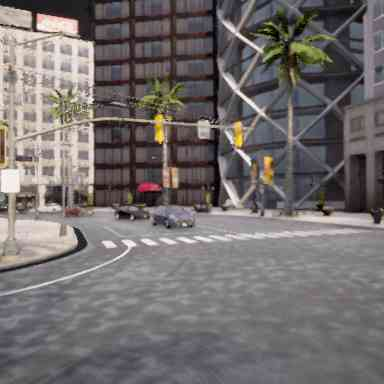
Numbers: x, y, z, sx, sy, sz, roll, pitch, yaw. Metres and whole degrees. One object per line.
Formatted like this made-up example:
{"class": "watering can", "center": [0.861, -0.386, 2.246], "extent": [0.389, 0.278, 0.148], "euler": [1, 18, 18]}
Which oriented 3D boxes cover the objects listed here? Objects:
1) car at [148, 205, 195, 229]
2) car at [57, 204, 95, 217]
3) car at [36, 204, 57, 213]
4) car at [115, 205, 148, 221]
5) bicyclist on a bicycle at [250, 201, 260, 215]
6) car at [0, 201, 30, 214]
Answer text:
{"class": "car", "center": [-1.480, 1.793, 25.840], "extent": [2.097, 1.767, 4.553], "euler": [0, -1, -25]}
{"class": "car", "center": [-14.175, 2.313, 41.198], "extent": [4.674, 1.442, 1.812], "euler": [-1, -1, 31]}
{"class": "car", "center": [-22.216, 2.556, 52.352], "extent": [4.674, 1.442, 1.812], "euler": [-1, -1, 16]}
{"class": "car", "center": [-6.075, 2.084, 33.808], "extent": [1.882, 1.535, 5.008], "euler": [0, -1, -40]}
{"class": "bicyclist on a bicycle", "center": [7.577, 1.911, 40.231], "extent": [1.656, 1.620, 0.582], "euler": [0, -1, -34]}
{"class": "car", "center": [-26.877, 2.529, 49.879], "extent": [4.892, 1.490, 1.837], "euler": [-1, -1, 11]}
